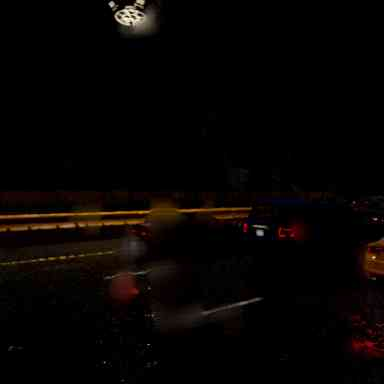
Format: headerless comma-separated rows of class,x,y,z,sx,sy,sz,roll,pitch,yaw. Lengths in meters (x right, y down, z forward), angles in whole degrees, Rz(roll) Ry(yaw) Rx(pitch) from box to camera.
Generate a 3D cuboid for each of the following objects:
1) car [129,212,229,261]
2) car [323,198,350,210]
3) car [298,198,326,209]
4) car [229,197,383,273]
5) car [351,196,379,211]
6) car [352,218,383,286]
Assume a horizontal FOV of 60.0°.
car,0.074,1.526,12.459,4.892,1.490,1.837,0,0,-35
car,20.385,1.651,46.687,4.674,1.442,1.812,1,0,-44
car,17.639,1.600,48.892,5.008,1.535,1.882,1,0,-44
car,4.134,1.251,11.032,5.566,2.045,2.150,0,0,-35
car,23.188,1.480,44.543,4.553,1.767,2.097,0,0,-44
car,6.302,1.506,8.278,5.008,1.535,1.882,1,0,-35
